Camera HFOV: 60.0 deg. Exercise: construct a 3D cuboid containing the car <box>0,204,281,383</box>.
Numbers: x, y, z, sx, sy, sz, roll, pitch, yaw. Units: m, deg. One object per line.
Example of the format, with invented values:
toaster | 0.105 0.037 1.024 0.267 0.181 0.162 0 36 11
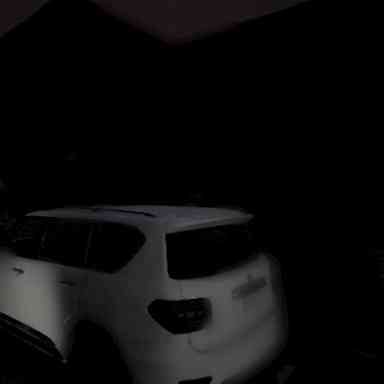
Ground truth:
car | -1.489 1.204 5.009 5.566 2.045 2.435 0 0 39
